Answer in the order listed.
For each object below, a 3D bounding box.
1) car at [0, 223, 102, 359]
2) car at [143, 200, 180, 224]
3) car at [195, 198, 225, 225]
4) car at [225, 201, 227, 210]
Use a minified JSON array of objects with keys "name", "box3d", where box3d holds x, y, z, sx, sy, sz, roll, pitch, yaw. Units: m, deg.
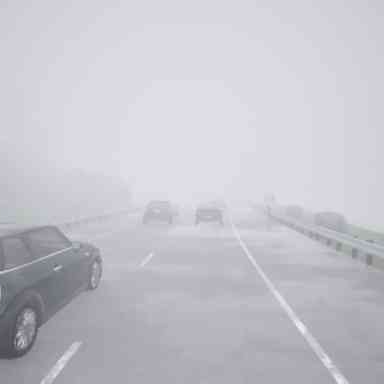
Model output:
[{"name":"car","box3d":[-3.250,1.347,6.169,2.097,1.767,4.553,0,0,1]},{"name":"car","box3d":[-2.170,1.350,24.624,2.097,1.767,4.553,0,0,5]},{"name":"car","box3d":[1.323,1.481,24.462,1.882,1.535,5.008,0,0,5]},{"name":"car","box3d":[3.401,1.510,42.380,2.163,1.488,4.792,0,0,7]}]
